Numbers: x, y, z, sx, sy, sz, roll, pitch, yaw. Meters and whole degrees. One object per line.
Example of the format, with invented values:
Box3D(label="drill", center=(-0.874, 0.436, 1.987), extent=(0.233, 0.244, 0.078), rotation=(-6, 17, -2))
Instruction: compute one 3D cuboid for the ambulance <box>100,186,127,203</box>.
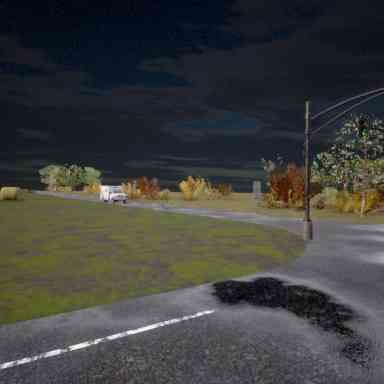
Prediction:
Box3D(label="ambulance", center=(-11.822, 0.341, 50.096), extent=(2.351, 2.431, 6.366), rotation=(2, 0, -32))
